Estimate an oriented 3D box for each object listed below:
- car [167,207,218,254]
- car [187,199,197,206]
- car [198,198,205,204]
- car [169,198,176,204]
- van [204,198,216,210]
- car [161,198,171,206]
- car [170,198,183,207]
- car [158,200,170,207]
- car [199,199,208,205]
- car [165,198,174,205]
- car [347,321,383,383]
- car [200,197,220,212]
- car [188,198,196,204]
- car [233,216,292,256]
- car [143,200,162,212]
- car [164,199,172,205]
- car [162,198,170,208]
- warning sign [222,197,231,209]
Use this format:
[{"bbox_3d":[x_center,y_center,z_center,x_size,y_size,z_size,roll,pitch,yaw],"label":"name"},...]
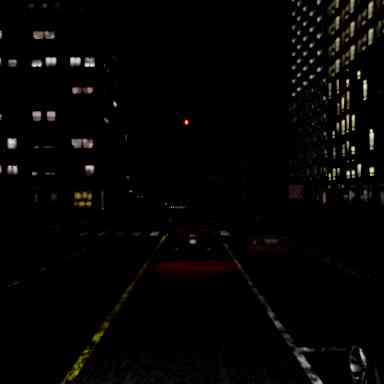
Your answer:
[{"bbox_3d":[-0.015,1.618,14.206,1.882,1.535,5.008,0,0,-1],"label":"car"},{"bbox_3d":[0.019,2.267,74.608,1.882,1.535,5.008,0,-1,0],"label":"car"},{"bbox_3d":[2.711,2.563,95.739,1.752,1.417,4.829,0,-1,0],"label":"car"},{"bbox_3d":[-5.669,2.577,95.404,1.752,1.417,4.829,0,-1,0],"label":"car"},{"bbox_3d":[2.698,1.867,51.360,1.690,1.788,3.998,0,-1,0],"label":"van"},{"bbox_3d":[-5.676,2.217,73.467,1.967,1.590,4.097,0,-1,0],"label":"car"},{"bbox_3d":[-2.993,2.059,67.244,2.097,1.767,4.553,0,-1,0],"label":"car"},{"bbox_3d":[-5.676,2.257,67.939,1.887,1.381,4.507,0,-1,0],"label":"car"},{"bbox_3d":[2.706,2.385,78.990,1.887,1.381,4.507,0,-1,0],"label":"car"},{"bbox_3d":[-5.673,2.345,84.520,1.967,1.590,4.097,0,-1,0],"label":"car"},{"bbox_3d":[2.687,1.588,2.156,1.947,1.339,4.313,0,-1,0],"label":"car"},{"bbox_3d":[2.697,1.781,45.835,2.192,1.841,5.009,0,-1,0],"label":"car"},{"bbox_3d":[0.022,2.364,85.025,2.033,1.411,5.357,0,-1,0],"label":"car"},{"bbox_3d":[2.690,1.660,13.592,1.752,1.417,4.829,0,-1,0],"label":"car"},{"bbox_3d":[-5.681,2.017,45.834,2.008,1.369,4.403,0,-1,0],"label":"car"},{"bbox_3d":[-5.674,2.422,78.992,1.802,1.307,4.206,0,-1,0],"label":"car"},{"bbox_3d":[-5.678,2.200,62.413,2.008,1.369,4.403,0,-1,0],"label":"car"},{"bbox_3d":[5.085,1.617,49.093,1.300,1.860,1.060,0,0,0],"label":"warning sign"}]
